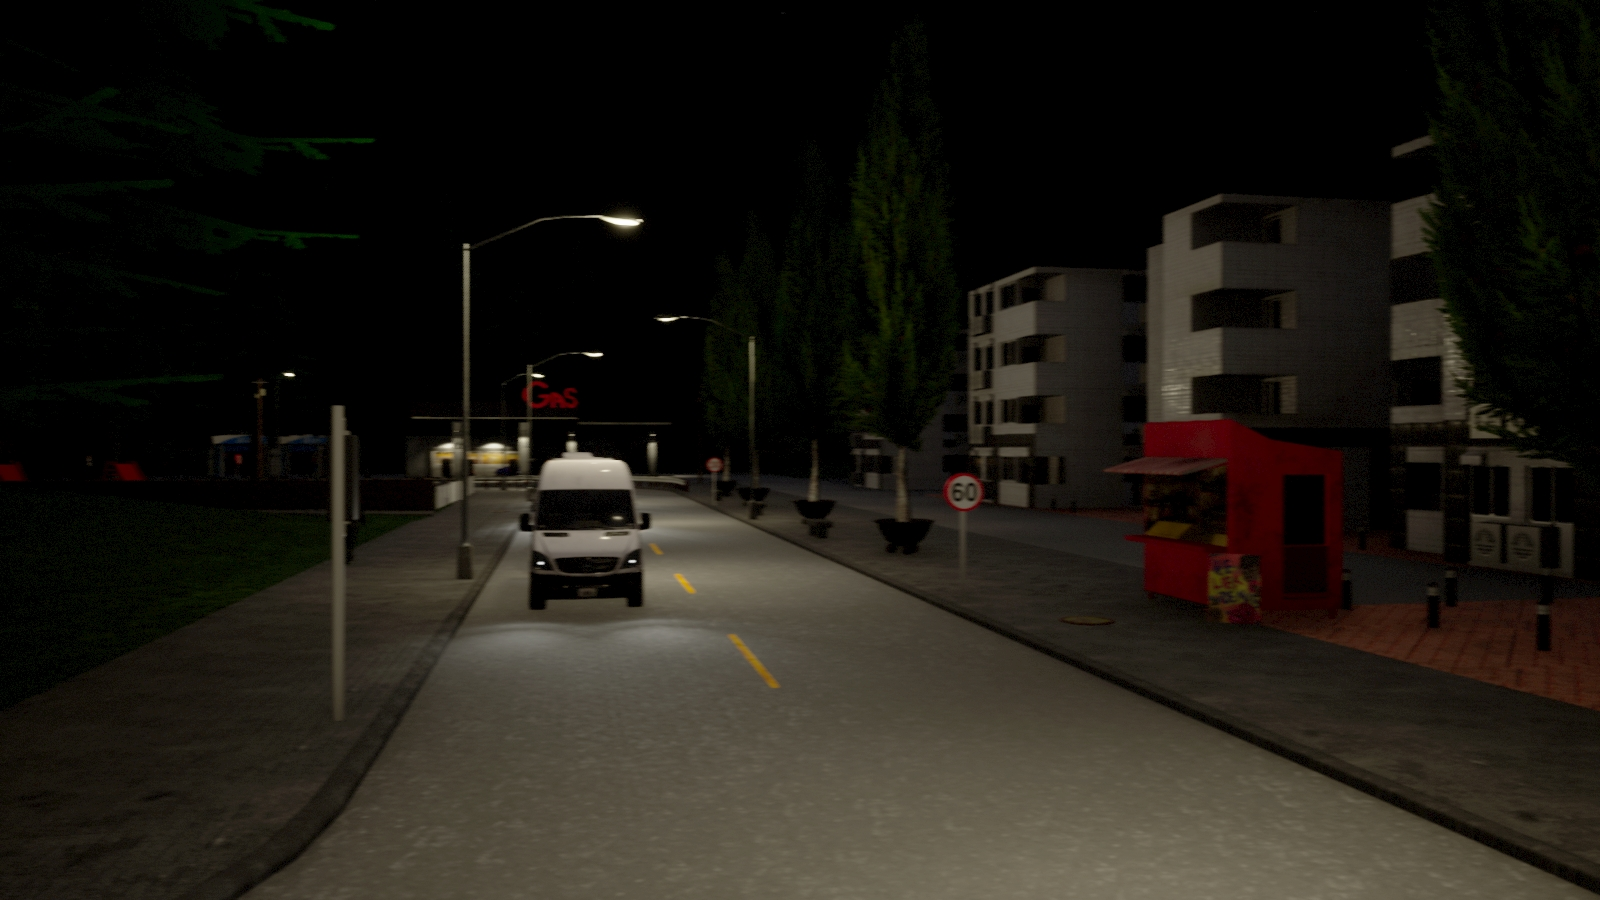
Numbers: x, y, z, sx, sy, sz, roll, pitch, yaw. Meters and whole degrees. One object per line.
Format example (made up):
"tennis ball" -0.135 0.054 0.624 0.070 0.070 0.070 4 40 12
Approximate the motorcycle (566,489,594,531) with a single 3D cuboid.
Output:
"motorcycle" -7.011 1.899 36.460 0.856 1.236 1.805 0 0 -11

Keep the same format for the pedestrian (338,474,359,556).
"pedestrian" -10.391 1.479 26.299 0.375 1.860 0.375 0 0 -11

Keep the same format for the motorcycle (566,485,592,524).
"motorcycle" -7.828 1.915 40.469 0.867 1.251 2.209 0 0 -11

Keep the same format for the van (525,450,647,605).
"van" -4.142 1.276 21.953 1.988 2.561 5.915 0 0 -11
